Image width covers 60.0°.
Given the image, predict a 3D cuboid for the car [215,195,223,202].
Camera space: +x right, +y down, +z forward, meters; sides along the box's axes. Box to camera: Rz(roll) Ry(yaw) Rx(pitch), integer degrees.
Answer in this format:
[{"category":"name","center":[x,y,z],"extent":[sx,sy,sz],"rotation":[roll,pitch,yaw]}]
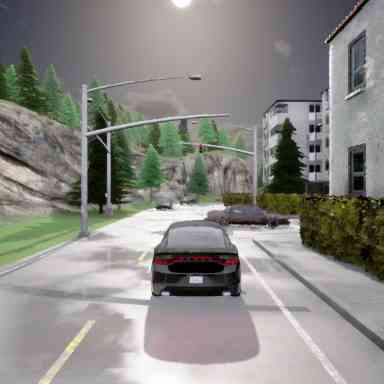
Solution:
[{"category":"car","center":[6.798,1.350,70.005],"extent":[2.097,1.767,4.553],"rotation":[0,0,45]}]

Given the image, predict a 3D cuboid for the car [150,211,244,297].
[{"category":"car","center":[0.097,1.478,8.646],"extent":[1.882,1.535,5.008],"rotation":[0,0,0]}]

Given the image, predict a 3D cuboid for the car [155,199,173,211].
[{"category":"car","center":[-3.429,1.547,41.808],"extent":[2.033,1.411,5.357],"rotation":[0,0,1]}]

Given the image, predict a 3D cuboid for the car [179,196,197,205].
[{"category":"car","center":[-0.608,1.506,58.722],"extent":[1.837,1.490,4.892],"rotation":[0,0,23]}]

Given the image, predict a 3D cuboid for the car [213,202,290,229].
[{"category":"car","center":[3.485,1.547,21.480],"extent":[5.357,1.411,2.033],"rotation":[0,0,9]}]
